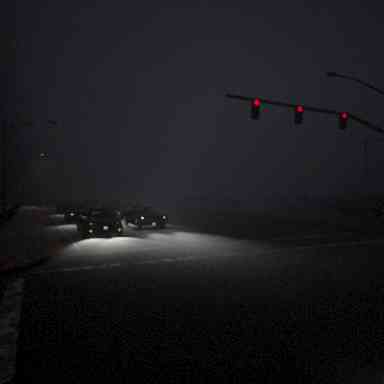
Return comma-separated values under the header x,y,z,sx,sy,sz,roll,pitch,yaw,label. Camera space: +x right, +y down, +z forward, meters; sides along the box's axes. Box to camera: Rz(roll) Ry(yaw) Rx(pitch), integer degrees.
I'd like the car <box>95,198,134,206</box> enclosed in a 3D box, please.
x,y,z,sx,sy,sz,roll,pitch,yaw,label
-7.366,1.602,31.016,2.128,1.511,4.902,0,0,-26,car

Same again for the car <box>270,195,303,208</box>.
x,y,z,sx,sy,sz,roll,pitch,yaw,label
13.795,1.637,48.829,1.970,1.475,3.806,0,0,-26,car

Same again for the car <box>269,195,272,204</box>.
x,y,z,sx,sy,sz,roll,pitch,yaw,label
15.075,1.681,66.191,1.784,1.438,3.905,0,0,-26,car

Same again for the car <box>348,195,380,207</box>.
x,y,z,sx,sy,sz,roll,pitch,yaw,label
28.992,1.466,56.218,1.932,1.855,4.605,0,0,-26,car

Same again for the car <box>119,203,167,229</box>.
x,y,z,sx,sy,sz,roll,pitch,yaw,label
-3.308,1.687,22.625,1.895,1.301,4.718,0,0,-26,car

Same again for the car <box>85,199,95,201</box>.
x,y,z,sx,sy,sz,roll,pitch,yaw,label
-12.801,1.649,42.290,1.837,1.490,4.892,0,-1,-26,car

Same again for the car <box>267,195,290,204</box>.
x,y,z,sx,sy,sz,roll,pitch,yaw,label
17.474,1.482,67.398,1.932,1.855,4.605,0,0,-26,car

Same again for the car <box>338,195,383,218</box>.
x,y,z,sx,sy,sz,roll,pitch,yaw,label
16.277,1.326,30.708,1.932,1.855,4.605,0,0,-26,car

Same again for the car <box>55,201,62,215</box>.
x,y,z,sx,sy,sz,roll,pitch,yaw,label
-14.003,1.664,36.701,2.033,1.411,5.357,0,0,-26,car

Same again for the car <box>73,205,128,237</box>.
x,y,z,sx,sy,sz,roll,pitch,yaw,label
-5.200,1.627,18.499,1.994,1.385,4.181,0,0,-26,car

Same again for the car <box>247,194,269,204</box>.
x,y,z,sx,sy,sz,roll,pitch,yaw,label
12.465,1.701,64.940,1.970,1.475,3.806,0,0,-26,car

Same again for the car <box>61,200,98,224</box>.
x,y,z,sx,sy,sz,roll,pitch,yaw,label
-8.948,1.612,26.269,1.812,1.442,4.674,0,0,-26,car

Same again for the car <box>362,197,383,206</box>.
x,y,z,sx,sy,sz,roll,pitch,yaw,label
31.631,1.689,57.412,1.784,1.438,3.905,0,0,-26,car

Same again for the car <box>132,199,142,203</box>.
x,y,z,sx,sy,sz,roll,pitch,yaw,label
-8.830,1.713,50.442,1.812,1.442,4.674,0,0,-25,car
